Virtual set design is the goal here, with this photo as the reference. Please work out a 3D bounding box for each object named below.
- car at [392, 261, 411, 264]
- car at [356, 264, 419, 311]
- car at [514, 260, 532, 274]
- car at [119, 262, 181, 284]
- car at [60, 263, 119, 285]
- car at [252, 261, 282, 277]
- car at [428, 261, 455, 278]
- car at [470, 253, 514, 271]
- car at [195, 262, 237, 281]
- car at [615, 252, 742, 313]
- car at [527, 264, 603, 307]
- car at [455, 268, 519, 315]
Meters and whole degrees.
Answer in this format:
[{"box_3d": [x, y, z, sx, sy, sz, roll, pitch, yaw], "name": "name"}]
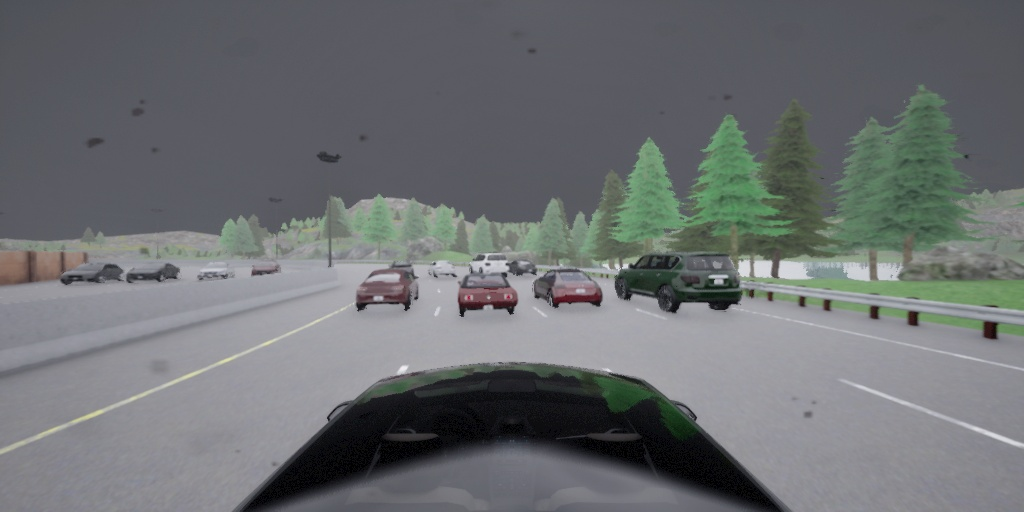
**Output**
[{"box_3d": [-9.352, 1.122, 30.207, 2.128, 1.511, 4.902, 0, 0, -21], "name": "car"}, {"box_3d": [-4.784, 1.227, 14.168, 1.812, 1.442, 4.674, 0, 0, -9], "name": "car"}, {"box_3d": [0.742, 1.078, 33.082, 1.812, 1.442, 4.674, 0, 0, -21], "name": "car"}, {"box_3d": [-27.516, 1.232, 27.676, 1.882, 1.535, 5.008, 0, 0, -27], "name": "car"}, {"box_3d": [-30.860, 1.286, 26.582, 1.837, 1.490, 4.892, 0, 0, -27], "name": "car"}, {"box_3d": [-22.168, 1.170, 32.541, 1.882, 1.535, 5.008, 0, 0, -28], "name": "car"}, {"box_3d": [-6.236, 1.127, 31.796, 1.812, 1.442, 4.674, 0, 0, -21], "name": "car"}, {"box_3d": [-2.010, 0.806, 30.616, 2.150, 2.045, 5.566, 0, 0, -20], "name": "car"}, {"box_3d": [-25.027, 1.247, 30.524, 1.812, 1.442, 4.674, 0, 0, -28], "name": "car"}, {"box_3d": [5.950, 0.863, 13.652, 2.150, 2.045, 5.566, 0, 0, -8], "name": "car"}, {"box_3d": [2.157, 1.220, 14.922, 1.994, 1.385, 4.181, 0, 0, -9], "name": "car"}, {"box_3d": [-1.053, 1.286, 13.204, 1.895, 1.301, 4.718, 0, 0, -9], "name": "car"}]
